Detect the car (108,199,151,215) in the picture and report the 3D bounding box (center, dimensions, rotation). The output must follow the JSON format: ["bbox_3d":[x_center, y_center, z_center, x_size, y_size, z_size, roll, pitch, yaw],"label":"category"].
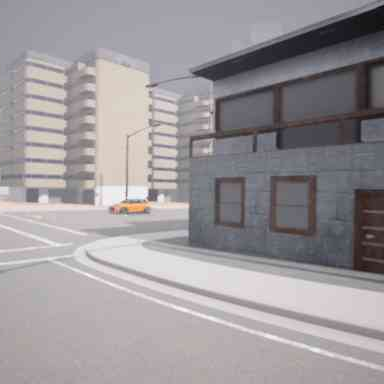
[{"bbox_3d":[-6.745,1.515,36.104,4.553,1.767,2.097,2,0,-44],"label":"car"}]
